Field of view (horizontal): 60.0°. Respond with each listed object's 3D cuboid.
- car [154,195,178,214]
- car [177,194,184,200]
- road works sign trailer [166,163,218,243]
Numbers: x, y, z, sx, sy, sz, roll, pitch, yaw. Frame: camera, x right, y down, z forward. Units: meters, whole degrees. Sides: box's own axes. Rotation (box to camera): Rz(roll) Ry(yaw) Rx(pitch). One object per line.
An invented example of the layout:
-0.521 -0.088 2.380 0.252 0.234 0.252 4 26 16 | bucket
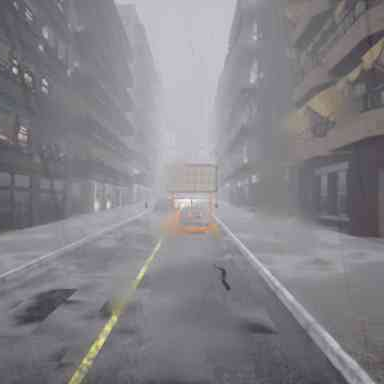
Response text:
-2.849 1.384 34.907 1.882 1.535 5.008 0 0 0 | car
-2.762 1.129 76.346 1.812 1.442 4.674 0 0 0 | car
-0.010 0.422 15.916 2.380 3.560 2.880 0 0 0 | road works sign trailer
